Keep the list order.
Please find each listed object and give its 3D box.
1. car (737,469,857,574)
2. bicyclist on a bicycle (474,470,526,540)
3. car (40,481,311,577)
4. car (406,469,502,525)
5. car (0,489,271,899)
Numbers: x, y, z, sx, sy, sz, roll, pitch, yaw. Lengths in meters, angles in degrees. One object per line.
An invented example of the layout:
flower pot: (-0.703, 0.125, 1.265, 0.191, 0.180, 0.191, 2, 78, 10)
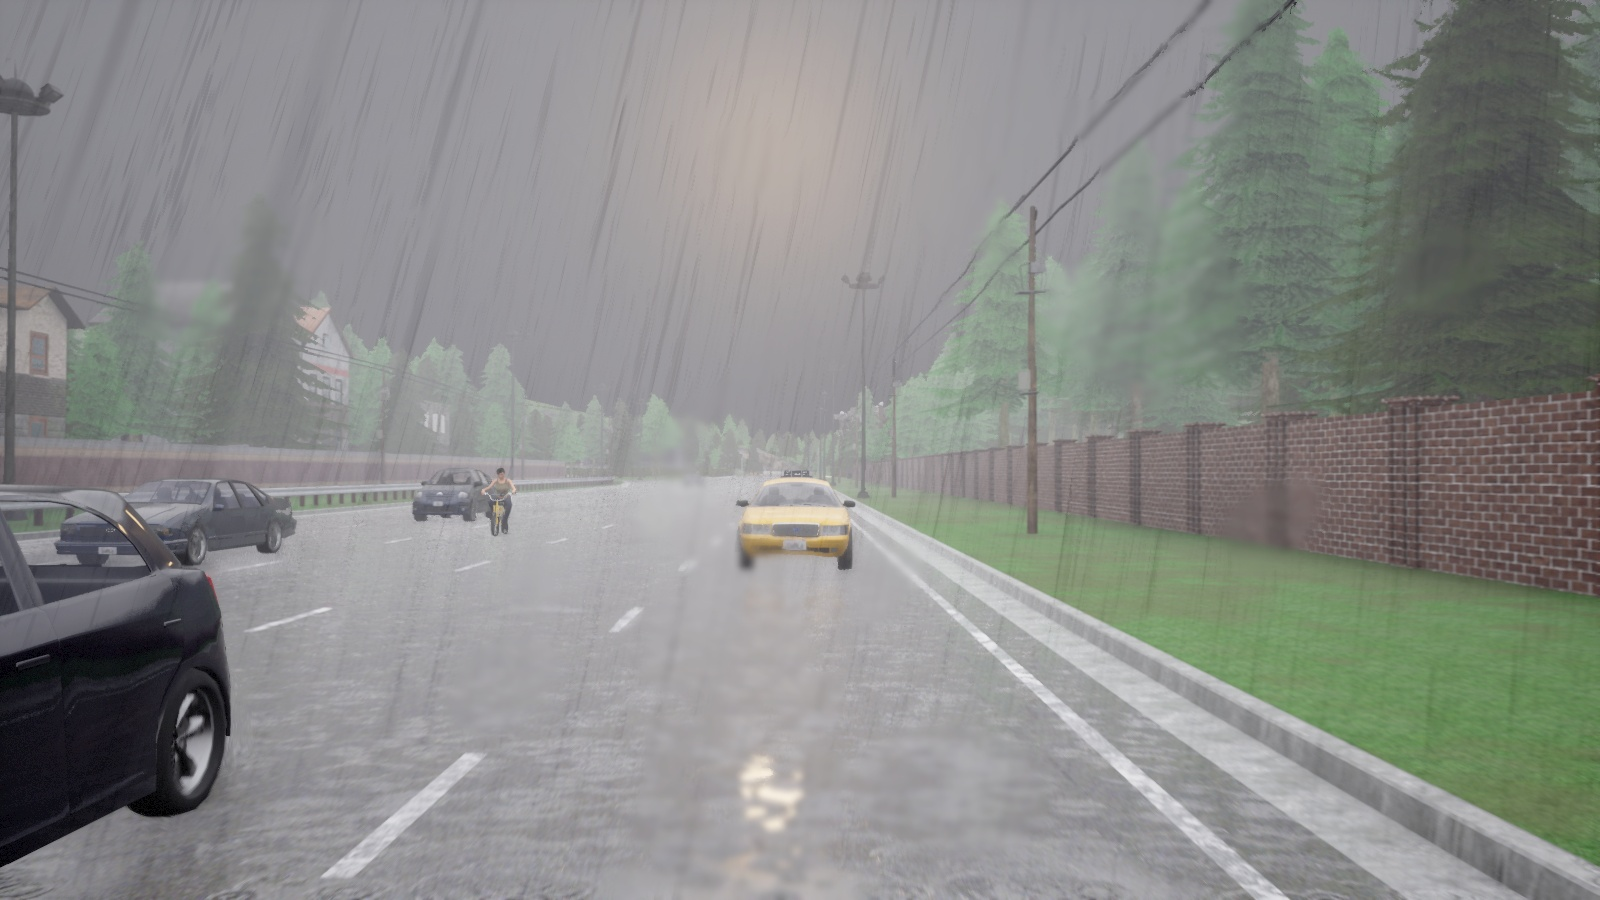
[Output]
car: (-0.052, 1.114, 21.494, 1.801, 1.575, 5.366, 0, -1, 0)
bicyclist on a bicycle: (-7.070, 1.276, 29.650, 0.866, 1.612, 1.509, 0, -1, 0)
car: (-10.552, 1.269, 21.805, 2.033, 1.411, 5.357, 0, -1, 0)
car: (-10.593, 1.403, 38.729, 1.851, 1.617, 3.988, 0, -1, 0)
car: (-3.510, 0.915, 4.324, 1.845, 1.501, 3.633, 0, -1, 0)
